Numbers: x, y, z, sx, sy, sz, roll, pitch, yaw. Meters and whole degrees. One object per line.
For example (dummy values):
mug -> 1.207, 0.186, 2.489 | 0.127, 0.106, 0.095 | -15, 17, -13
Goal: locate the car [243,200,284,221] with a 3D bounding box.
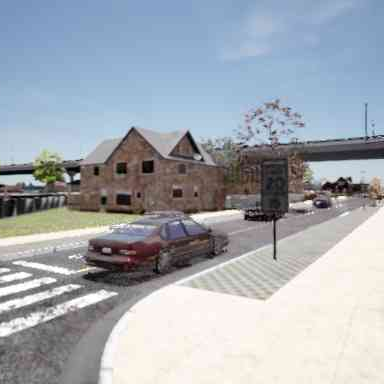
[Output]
car -> 5.578, 1.317, 25.529 | 1.882, 1.535, 5.008 | 0, 1, 33

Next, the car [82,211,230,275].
car -> -0.755, 1.468, 10.309 | 2.033, 1.411, 5.357 | 0, 0, 33

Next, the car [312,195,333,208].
car -> 16.966, 1.198, 43.205 | 2.128, 1.511, 4.902 | 0, 0, 33

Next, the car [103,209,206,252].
car -> -1.415, 1.516, 14.574 | 1.895, 1.301, 4.718 | 0, 0, 33
